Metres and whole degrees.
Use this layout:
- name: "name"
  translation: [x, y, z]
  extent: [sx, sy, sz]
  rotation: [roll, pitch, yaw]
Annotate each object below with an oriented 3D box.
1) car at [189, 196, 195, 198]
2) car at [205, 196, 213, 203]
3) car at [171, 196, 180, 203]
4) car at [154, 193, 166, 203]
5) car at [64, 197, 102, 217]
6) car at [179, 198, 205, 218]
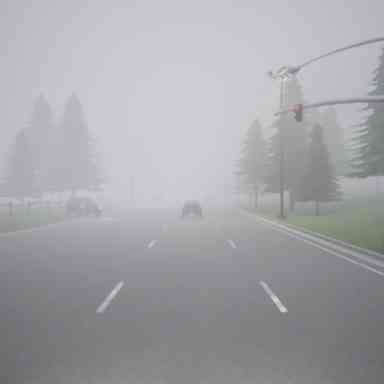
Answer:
- name: "car"
  translation: [0.007, 1.637, 72.160]
  extent: [2.033, 1.411, 5.357]
  rotation: [0, 0, 0]
- name: "car"
  translation: [3.507, 1.597, 72.160]
  extent: [1.837, 1.490, 4.892]
  rotation: [0, 0, 0]
- name: "car"
  translation: [-3.493, 1.621, 72.161]
  extent: [1.812, 1.442, 4.674]
  rotation: [0, 0, 0]
- name: "car"
  translation: [-6.993, 1.322, 72.191]
  extent: [2.150, 2.045, 5.566]
  rotation: [0, 0, 0]
- name: "car"
  translation: [-10.263, 1.284, 31.305]
  extent: [2.097, 1.767, 4.553]
  rotation: [4, -2, -40]
- name: "car"
  translation: [0.000, 1.547, 30.714]
  extent: [1.837, 1.490, 4.892]
  rotation: [0, 0, 0]
